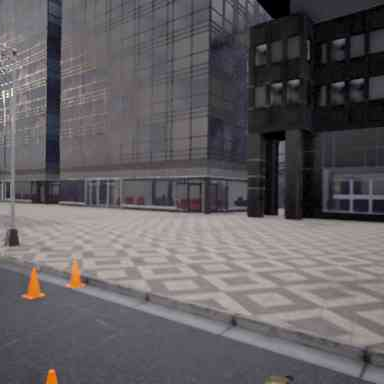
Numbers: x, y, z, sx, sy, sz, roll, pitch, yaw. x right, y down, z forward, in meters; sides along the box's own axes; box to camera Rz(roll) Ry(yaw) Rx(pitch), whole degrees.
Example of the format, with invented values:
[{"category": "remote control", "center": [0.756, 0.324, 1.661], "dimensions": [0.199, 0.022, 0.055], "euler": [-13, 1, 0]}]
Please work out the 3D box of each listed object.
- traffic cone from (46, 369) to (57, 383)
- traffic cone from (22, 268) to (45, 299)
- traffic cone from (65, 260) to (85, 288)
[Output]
[{"category": "traffic cone", "center": [-1.295, 1.938, 3.065], "dimensions": [0.340, 0.580, 0.340], "euler": [1, 0, 36]}, {"category": "traffic cone", "center": [-3.343, 1.906, 7.041], "dimensions": [0.340, 0.580, 0.340], "euler": [1, 0, 36]}, {"category": "traffic cone", "center": [-2.753, 1.913, 7.848], "dimensions": [0.340, 0.580, 0.340], "euler": [1, 0, 36]}]
